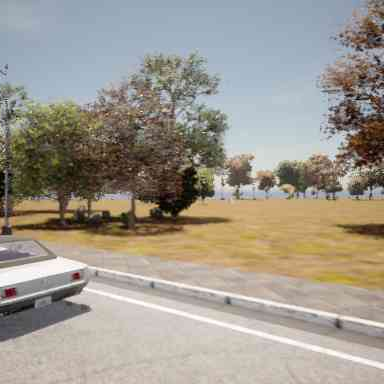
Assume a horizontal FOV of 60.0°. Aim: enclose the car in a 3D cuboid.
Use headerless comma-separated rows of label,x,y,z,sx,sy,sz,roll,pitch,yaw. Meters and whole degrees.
car,-4.382,1.598,6.967,4.718,1.301,1.895,0,0,34
